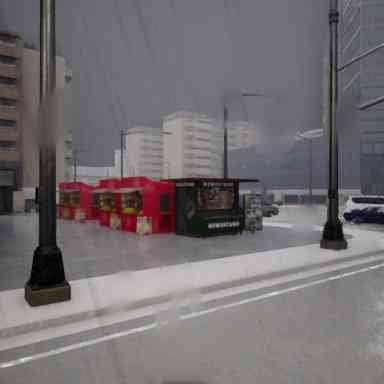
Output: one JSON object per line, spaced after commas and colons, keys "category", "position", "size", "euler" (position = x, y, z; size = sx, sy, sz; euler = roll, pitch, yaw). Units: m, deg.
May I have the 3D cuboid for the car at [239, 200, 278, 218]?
{"category": "car", "position": [5.655, 1.731, 32.167], "size": [2.033, 1.411, 5.357], "euler": [0, -1, -36]}

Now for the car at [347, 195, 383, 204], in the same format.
{"category": "car", "position": [14.702, 1.291, 25.697], "size": [2.150, 2.045, 5.566], "euler": [0, 0, -37]}

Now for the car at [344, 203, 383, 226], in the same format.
{"category": "car", "position": [12.879, 1.658, 22.232], "size": [1.895, 1.301, 4.718], "euler": [0, 0, -36]}

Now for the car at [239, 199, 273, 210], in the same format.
{"category": "car", "position": [9.734, 1.854, 50.718], "size": [2.128, 1.511, 4.902], "euler": [0, -1, -36]}
